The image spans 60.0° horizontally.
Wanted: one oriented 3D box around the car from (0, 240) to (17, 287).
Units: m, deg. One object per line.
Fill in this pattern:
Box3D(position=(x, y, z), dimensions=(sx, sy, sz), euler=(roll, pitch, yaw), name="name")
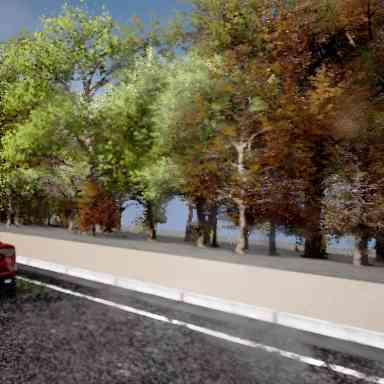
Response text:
Box3D(position=(-6.270, 1.507, 8.143), dimensions=(5.008, 1.535, 1.882), euler=(0, 0, 35), name="car")
